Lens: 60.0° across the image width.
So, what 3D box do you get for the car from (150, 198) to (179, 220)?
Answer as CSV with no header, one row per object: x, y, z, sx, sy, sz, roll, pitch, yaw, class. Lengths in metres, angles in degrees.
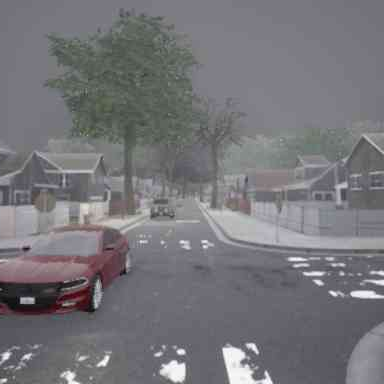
-2.757,1.581,32.430,2.150,2.045,5.566,0,0,0,car

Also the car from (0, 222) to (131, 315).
-2.752,1.570,8.062,1.882,1.535,5.008,0,-1,0,car

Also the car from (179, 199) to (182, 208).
-2.765,2.062,60.412,1.837,1.490,4.892,0,0,0,car
